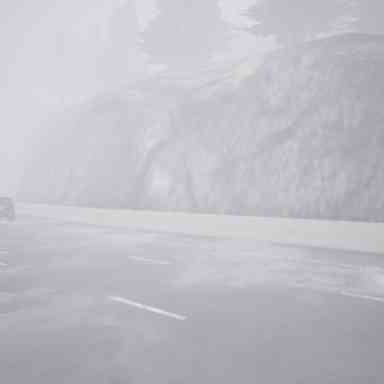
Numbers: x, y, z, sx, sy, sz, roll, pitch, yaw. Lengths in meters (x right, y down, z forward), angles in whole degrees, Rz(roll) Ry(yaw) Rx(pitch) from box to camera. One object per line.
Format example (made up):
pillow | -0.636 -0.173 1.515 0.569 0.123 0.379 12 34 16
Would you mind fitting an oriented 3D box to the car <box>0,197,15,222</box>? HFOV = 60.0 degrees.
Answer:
car | -16.373 1.390 27.359 2.150 2.045 5.566 1 0 -44
